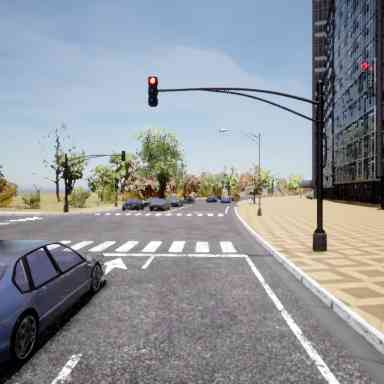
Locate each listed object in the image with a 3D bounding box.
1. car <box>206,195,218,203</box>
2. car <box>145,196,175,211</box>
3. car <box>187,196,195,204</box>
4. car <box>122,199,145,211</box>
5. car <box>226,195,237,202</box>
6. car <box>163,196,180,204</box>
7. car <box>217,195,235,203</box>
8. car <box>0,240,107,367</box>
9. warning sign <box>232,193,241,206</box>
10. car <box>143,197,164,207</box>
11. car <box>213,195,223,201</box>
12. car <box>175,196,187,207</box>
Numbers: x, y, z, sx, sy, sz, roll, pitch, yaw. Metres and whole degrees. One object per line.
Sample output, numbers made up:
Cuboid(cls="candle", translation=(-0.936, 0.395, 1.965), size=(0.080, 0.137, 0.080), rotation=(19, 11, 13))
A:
Cuboid(cls="car", translation=(4.199, 1.559, 70.833), size=(1.994, 1.385, 4.181), rotation=(0, 0, 12))
Cuboid(cls="car", translation=(-3.923, 1.547, 41.486), size=(2.033, 1.411, 5.357), rotation=(0, 0, 7))
Cuboid(cls="car", translation=(-0.639, 1.511, 63.022), size=(1.837, 1.490, 4.892), rotation=(0, 0, 11))
Cuboid(cls="car", translation=(-7.210, 1.563, 41.211), size=(1.994, 1.385, 4.181), rotation=(0, 0, 7))
Cuboid(cls="car", translation=(9.629, 1.546, 80.413), size=(2.128, 1.511, 4.902), rotation=(0, 0, 14))
Cuboid(cls="car", translation=(-3.824, 1.552, 63.655), size=(2.033, 1.411, 5.357), rotation=(0, 0, 10))
Cuboid(cls="car", translation=(6.935, 1.561, 67.316), size=(2.033, 1.411, 5.357), rotation=(0, 0, 11))
Cuboid(cls="car", translation=(-3.036, 1.547, 5.722), size=(2.033, 1.411, 5.357), rotation=(0, 0, 1))
Cuboid(cls="warning sign", translation=(6.466, 1.122, 48.263), size=(1.300, 1.860, 1.060), rotation=(0, 0, 8))
Cuboid(cls="car", translation=(-5.871, 1.548, 51.375), size=(2.033, 1.411, 5.357), rotation=(0, 0, 8))
Cuboid(cls="car", translation=(6.319, 1.392, 80.540), size=(1.812, 1.442, 4.674), rotation=(0, 0, 14))
Cuboid(cls="car", translation=(-2.539, 1.550, 51.694), size=(2.033, 1.411, 5.357), rotation=(0, 0, 8))
